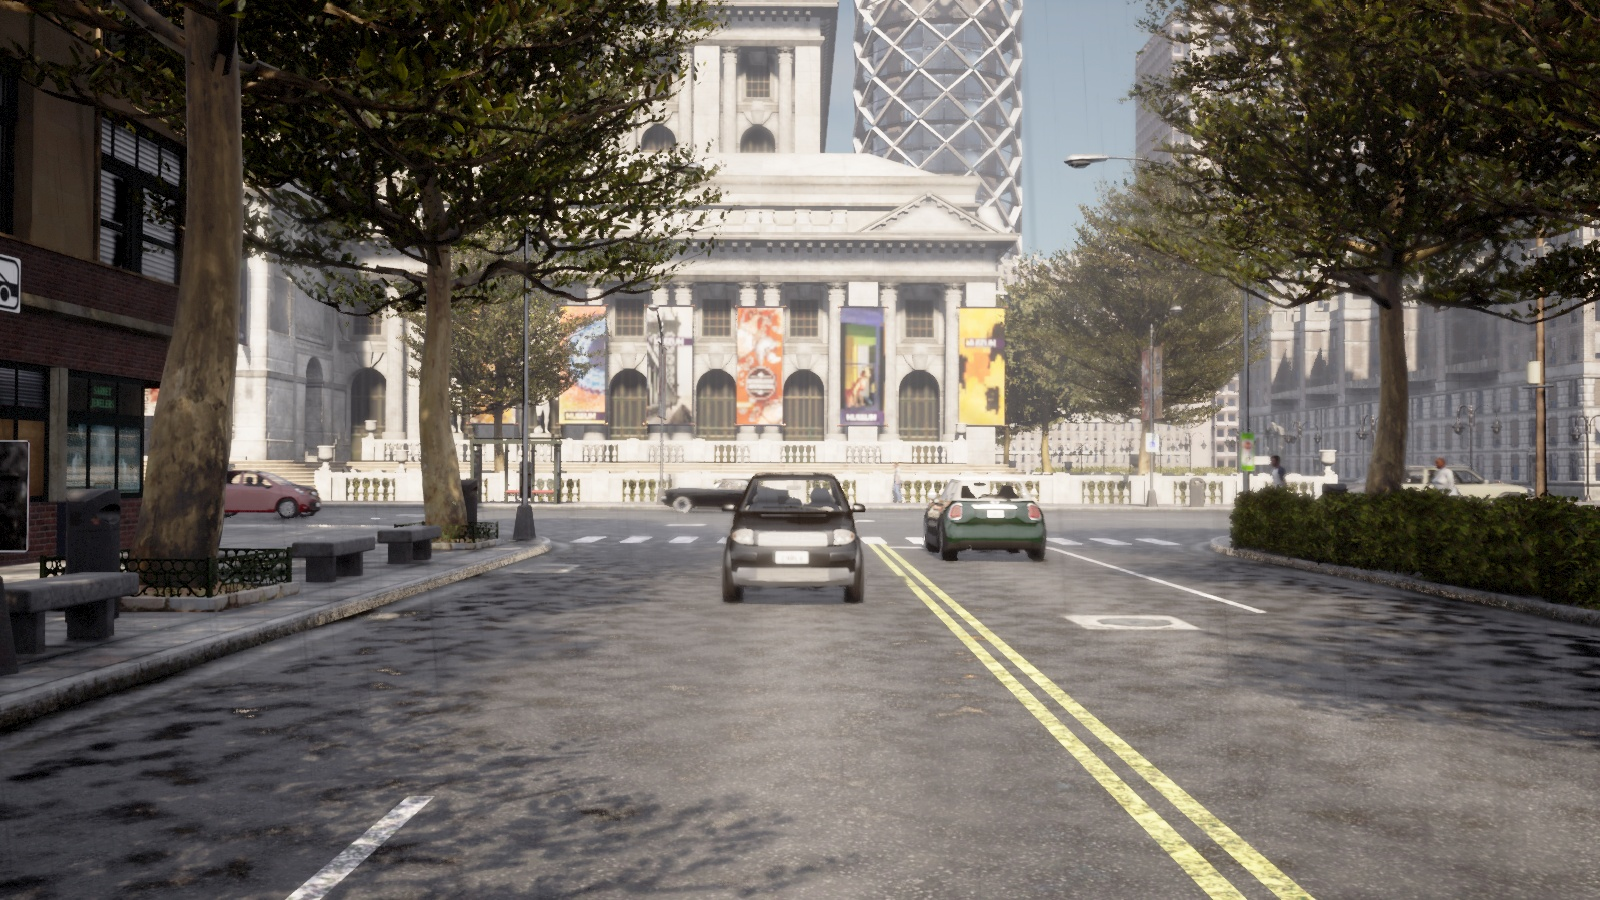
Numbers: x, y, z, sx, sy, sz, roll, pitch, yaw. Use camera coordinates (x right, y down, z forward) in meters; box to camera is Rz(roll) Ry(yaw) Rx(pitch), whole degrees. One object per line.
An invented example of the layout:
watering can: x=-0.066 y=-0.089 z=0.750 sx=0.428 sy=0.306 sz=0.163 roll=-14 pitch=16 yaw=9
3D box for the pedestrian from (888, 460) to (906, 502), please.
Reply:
pedestrian: x=4.275 y=1.380 z=55.273 sx=0.706 sy=1.836 sz=0.354 roll=0 pitch=-1 yaw=-5

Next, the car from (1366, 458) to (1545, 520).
car: x=20.526 y=1.210 z=39.442 sx=4.605 sy=1.855 sz=1.932 roll=0 pitch=-1 yaw=0

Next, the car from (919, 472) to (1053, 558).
car: x=3.418 y=1.165 z=23.770 sx=1.970 sy=1.475 sz=3.806 roll=0 pitch=-1 yaw=0

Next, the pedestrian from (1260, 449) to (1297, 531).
pedestrian: x=10.864 y=0.903 z=28.521 sx=0.706 sy=1.836 sz=0.354 roll=0 pitch=-1 yaw=2

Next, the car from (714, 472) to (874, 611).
car: x=-0.070 y=1.061 z=15.982 sx=1.789 sy=1.549 sz=3.705 roll=0 pitch=-1 yaw=0

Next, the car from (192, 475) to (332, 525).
car: x=-16.890 y=1.558 z=39.554 sx=3.633 sy=1.501 sz=1.845 roll=0 pitch=-1 yaw=0

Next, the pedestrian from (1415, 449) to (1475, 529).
pedestrian: x=15.227 y=0.907 z=29.672 sx=0.900 sy=1.855 sz=0.874 roll=0 pitch=-1 yaw=-11

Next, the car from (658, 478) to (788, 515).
car: x=-2.796 y=1.705 z=46.515 sx=4.718 sy=1.301 sz=1.895 roll=0 pitch=-1 yaw=0

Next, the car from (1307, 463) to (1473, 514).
car: x=20.131 y=1.298 z=42.977 sx=4.611 sy=1.667 sz=2.242 roll=0 pitch=-1 yaw=-1
